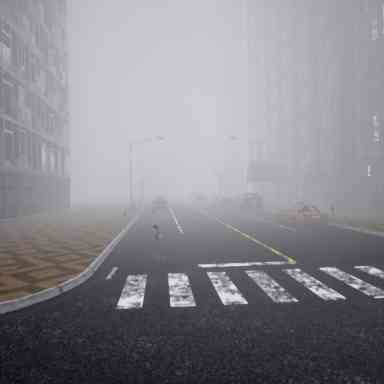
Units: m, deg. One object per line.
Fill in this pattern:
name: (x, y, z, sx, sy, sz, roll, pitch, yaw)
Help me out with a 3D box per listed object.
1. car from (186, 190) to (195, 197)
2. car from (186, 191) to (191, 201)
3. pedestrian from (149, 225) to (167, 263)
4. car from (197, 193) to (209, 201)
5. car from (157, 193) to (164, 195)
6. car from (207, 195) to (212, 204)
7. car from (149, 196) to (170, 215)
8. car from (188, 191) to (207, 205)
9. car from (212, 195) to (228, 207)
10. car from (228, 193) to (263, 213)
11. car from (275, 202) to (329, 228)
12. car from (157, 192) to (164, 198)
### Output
car: (-0.474, 0.428, 93.722, 2.192, 1.841, 5.009, 0, 1, -5)
car: (0.101, 0.984, 59.808, 1.812, 1.442, 4.674, -1, 1, -5)
pedestrian: (-1.044, 1.550, 10.229, 0.375, 1.300, 0.375, 0, 0, -5)
car: (2.165, 0.909, 65.642, 1.887, 1.381, 4.507, 0, 1, -5)
car: (-4.591, 1.237, 47.972, 1.802, 1.307, 4.206, 0, 1, -5)
car: (3.748, 1.095, 48.792, 1.802, 1.307, 4.206, 0, 1, -5)
car: (-3.008, 1.366, 31.119, 1.947, 1.339, 4.313, 0, 1, -5)
car: (1.081, 1.041, 49.407, 2.128, 1.511, 4.902, -1, 1, -5)
car: (4.275, 1.107, 43.176, 1.887, 1.381, 4.507, 0, 1, -5)
car: (5.328, 0.974, 31.941, 2.192, 1.841, 5.009, 0, 1, -5)
car: (6.409, 1.285, 20.043, 1.752, 1.417, 4.829, 0, 1, -5)
car: (-8.285, 0.746, 87.297, 1.967, 1.590, 4.097, 0, 1, -5)
